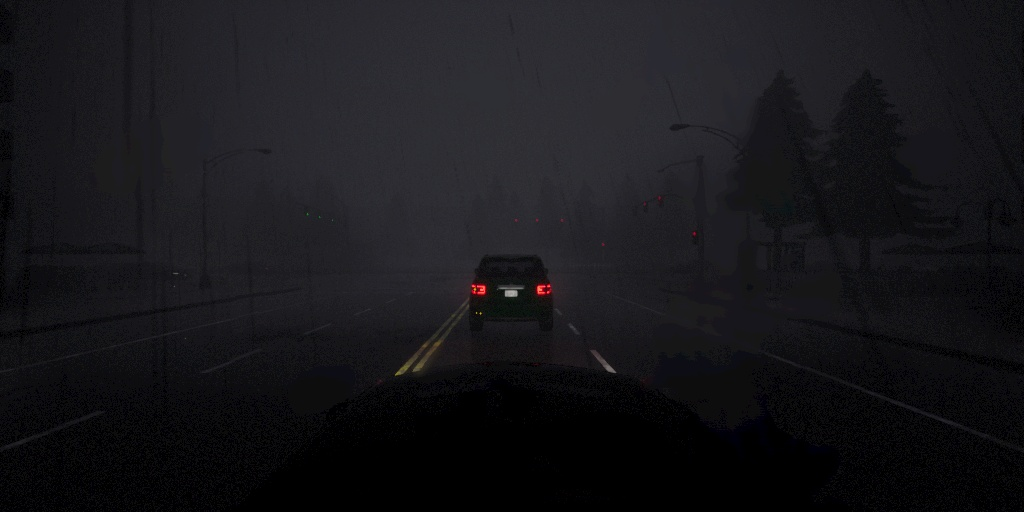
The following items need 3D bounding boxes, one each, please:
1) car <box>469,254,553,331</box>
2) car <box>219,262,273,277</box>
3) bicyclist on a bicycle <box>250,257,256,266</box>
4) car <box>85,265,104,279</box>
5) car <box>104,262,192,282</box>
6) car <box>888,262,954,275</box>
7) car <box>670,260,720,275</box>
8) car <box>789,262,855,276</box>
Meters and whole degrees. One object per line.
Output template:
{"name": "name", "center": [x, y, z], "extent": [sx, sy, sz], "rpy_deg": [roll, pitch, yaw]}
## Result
{"name": "car", "center": [-0.020, 0.971, 11.086], "extent": [2.150, 2.045, 5.566], "rpy_deg": [0, 0, 0]}
{"name": "car", "center": [-25.384, 1.258, 34.327], "extent": [4.181, 1.385, 1.994], "rpy_deg": [0, 0, 0]}
{"name": "bicyclist on a bicycle", "center": [-30.097, 0.995, 41.602], "extent": [0.582, 1.620, 1.656], "rpy_deg": [0, 0, 0]}
{"name": "car", "center": [-32.900, 1.242, 30.536], "extent": [5.357, 1.411, 2.033], "rpy_deg": [0, 0, -1]}
{"name": "car", "center": [-27.144, 1.199, 27.098], "extent": [4.892, 1.490, 1.837], "rpy_deg": [0, 0, -1]}
{"name": "car", "center": [42.642, 1.295, 37.354], "extent": [4.718, 1.301, 1.895], "rpy_deg": [0, 0, 12]}
{"name": "car", "center": [19.444, 1.172, 38.224], "extent": [5.008, 1.535, 1.882], "rpy_deg": [0, 0, 0]}
{"name": "car", "center": [29.938, 1.242, 34.786], "extent": [5.357, 1.411, 2.033], "rpy_deg": [0, 0, 0]}
